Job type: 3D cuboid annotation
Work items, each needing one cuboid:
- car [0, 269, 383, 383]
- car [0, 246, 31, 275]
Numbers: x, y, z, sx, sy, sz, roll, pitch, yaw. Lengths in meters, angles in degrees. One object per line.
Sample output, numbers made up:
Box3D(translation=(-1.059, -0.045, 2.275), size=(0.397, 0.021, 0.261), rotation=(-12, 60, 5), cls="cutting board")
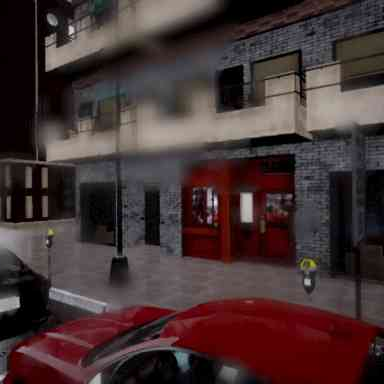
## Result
Box3D(translation=(0.326, 1.545, 2.499), size=(4.507, 1.381, 1.887), rotation=(0, -1, 36), cls="car")
Box3D(translation=(-4.192, 1.567, 5.721), size=(4.313, 1.339, 1.947), rotation=(0, -1, 36), cls="car")
